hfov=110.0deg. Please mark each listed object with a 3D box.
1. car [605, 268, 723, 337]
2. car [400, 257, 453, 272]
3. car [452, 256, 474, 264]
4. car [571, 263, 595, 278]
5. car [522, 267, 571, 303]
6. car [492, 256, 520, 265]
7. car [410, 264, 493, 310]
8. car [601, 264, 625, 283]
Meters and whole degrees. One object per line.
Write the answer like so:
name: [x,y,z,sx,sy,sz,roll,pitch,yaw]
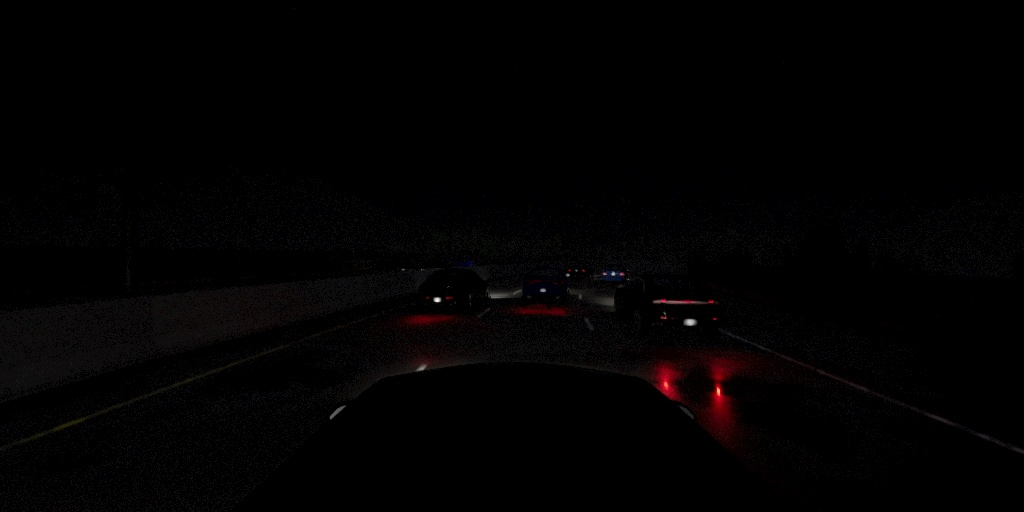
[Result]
car: [4.246,1.268,10.421,2.128,1.511,4.902,0,0,6]
car: [-6.762,1.108,27.772,2.097,1.767,4.553,0,0,16]
car: [-7.079,1.005,46.994,2.150,2.045,5.566,0,-1,25]
car: [6.744,1.363,34.599,2.033,1.411,5.357,0,0,22]
car: [1.676,1.251,16.967,1.882,1.535,5.008,0,0,10]
car: [-0.792,1.023,51.595,2.150,2.045,5.566,0,0,29]
car: [-2.225,1.262,14.749,1.837,1.490,4.892,0,0,8]
car: [8.095,1.360,28.177,2.033,1.411,5.357,0,0,19]
